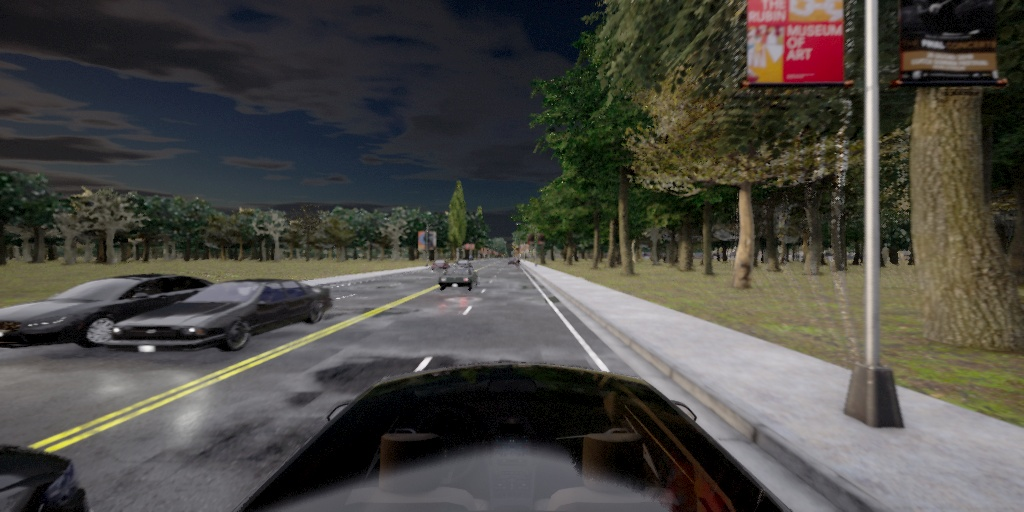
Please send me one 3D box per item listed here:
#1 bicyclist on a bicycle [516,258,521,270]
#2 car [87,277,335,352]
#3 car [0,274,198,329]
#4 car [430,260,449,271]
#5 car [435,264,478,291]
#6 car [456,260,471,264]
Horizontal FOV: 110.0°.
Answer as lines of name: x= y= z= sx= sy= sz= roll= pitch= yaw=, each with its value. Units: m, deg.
bicyclist on a bicycle: x=0.896 y=1.103 z=50.229 sx=0.659 sy=1.776 sz=1.843 roll=0 pitch=0 yaw=0
car: x=-6.600 y=1.292 z=9.143 sx=2.033 sy=1.411 sz=5.357 roll=0 pitch=0 yaw=0
car: x=-9.849 y=1.249 z=9.294 sx=1.837 sy=1.490 sz=4.892 roll=0 pitch=0 yaw=0
car: x=-9.823 y=1.258 z=49.258 sx=1.812 sy=1.442 sz=4.674 roll=0 pitch=0 yaw=0
car: x=-3.148 y=1.338 z=21.979 sx=1.895 sy=1.301 sz=4.718 roll=0 pitch=0 yaw=0
car: x=-6.575 y=1.258 z=48.868 sx=1.812 sy=1.442 sz=4.674 roll=0 pitch=0 yaw=0
